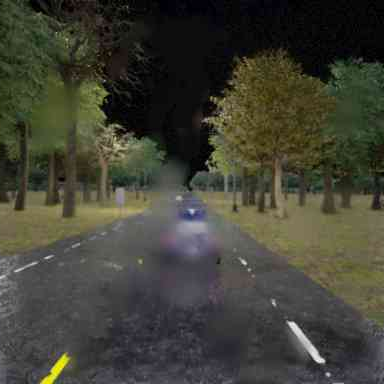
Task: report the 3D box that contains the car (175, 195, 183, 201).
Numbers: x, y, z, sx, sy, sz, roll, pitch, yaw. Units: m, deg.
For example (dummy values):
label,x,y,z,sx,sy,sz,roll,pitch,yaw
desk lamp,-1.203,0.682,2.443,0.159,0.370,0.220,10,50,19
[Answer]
label,x,y,z,sx,sy,sz,roll,pitch,yaw
car,-3.481,1.682,88.906,1.837,1.490,4.892,0,0,0

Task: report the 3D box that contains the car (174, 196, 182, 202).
label,x,y,z,sx,sy,sz,roll,pitch,yaw
car,-3.344,1.713,81.396,1.812,1.442,4.674,0,0,-2

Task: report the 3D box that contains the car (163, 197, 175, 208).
label,x,y,z,sx,sy,sz,roll,pitch,yaw
car,-4.150,1.890,58.143,1.882,1.535,5.008,0,0,-5

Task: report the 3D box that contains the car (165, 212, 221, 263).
label,x,y,z,sx,sy,sz,roll,pitch,yaw
car,0.049,1.676,12.448,1.812,1.442,4.674,0,-1,0

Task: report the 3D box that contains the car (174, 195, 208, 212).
label,x,y,z,sx,sy,sz,roll,pitch,yaw
car,0.041,1.513,26.156,2.150,2.045,5.566,0,0,1
